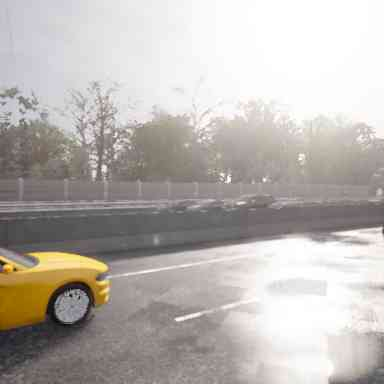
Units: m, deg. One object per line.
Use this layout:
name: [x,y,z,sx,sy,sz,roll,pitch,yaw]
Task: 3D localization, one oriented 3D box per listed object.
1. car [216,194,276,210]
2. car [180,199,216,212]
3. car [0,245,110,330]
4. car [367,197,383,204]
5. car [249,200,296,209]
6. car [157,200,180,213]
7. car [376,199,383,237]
car: [5.159,1.229,29.156,5.566,2.045,2.150,0,0,-35]
car: [1.640,1.511,30.944,4.892,1.490,1.837,0,0,-35]
car: [-3.831,1.478,5.313,5.008,1.535,1.882,0,0,-35]
car: [32.000,1.591,56.764,5.357,1.411,2.033,0,0,-35]
car: [6.887,1.571,26.087,4.181,1.385,1.994,0,0,-35]
car: [-1.171,1.510,33.231,4.892,1.490,1.837,0,0,-36]
car: [11.165,1.357,15.999,4.553,1.767,2.097,0,0,-35]
